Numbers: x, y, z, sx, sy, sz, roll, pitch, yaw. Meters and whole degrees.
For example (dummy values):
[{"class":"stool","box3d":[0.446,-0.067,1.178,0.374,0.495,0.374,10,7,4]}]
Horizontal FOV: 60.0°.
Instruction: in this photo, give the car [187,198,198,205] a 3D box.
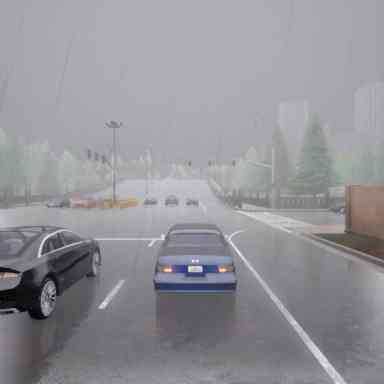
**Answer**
[{"class":"car","box3d":[0.050,1.600,57.187,1.895,1.301,4.718,0,0,0]}]

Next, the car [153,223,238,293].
[{"class":"car","box3d":[0.071,1.547,8.982,2.033,1.411,5.357,0,0,0]}]

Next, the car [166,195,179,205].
[{"class":"car","box3d":[-3.455,1.351,58.419,2.097,1.767,4.553,0,0,0]}]

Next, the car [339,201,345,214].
[{"class":"car","box3d":[16.551,1.563,31.220,4.181,1.385,1.994,0,0,0]}]

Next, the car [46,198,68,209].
[{"class":"car","box3d":[-17.631,1.492,44.151,2.128,1.511,4.902,0,0,0]}]

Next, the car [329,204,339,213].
[{"class":"car","box3d":[16.845,1.505,34.721,4.892,1.490,1.837,0,0,0]}]

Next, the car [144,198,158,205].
[{"class":"car","box3d":[-6.949,1.600,57.183,1.895,1.301,4.718,0,0,0]}]

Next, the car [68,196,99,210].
[{"class":"car","box3d":[-13.858,1.350,42.706,2.097,1.767,4.553,0,0,-3]}]

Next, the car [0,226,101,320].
[{"class":"car","box3d":[-3.437,1.491,7.308,2.128,1.511,4.902,0,0,0]}]

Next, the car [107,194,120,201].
[{"class":"car","box3d":[-17.643,1.299,74.849,1.994,1.385,4.181,0,2,0]}]

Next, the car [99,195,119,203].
[{"class":"car","box3d":[-14.131,1.478,57.782,1.882,1.535,5.008,0,0,0]}]

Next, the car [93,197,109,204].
[{"class":"car","box3d":[-17.604,1.595,64.596,1.895,1.301,4.718,0,0,0]}]

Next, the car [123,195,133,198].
[{"class":"car","box3d":[-14.129,1.357,72.761,1.812,1.442,4.674,0,1,0]}]
